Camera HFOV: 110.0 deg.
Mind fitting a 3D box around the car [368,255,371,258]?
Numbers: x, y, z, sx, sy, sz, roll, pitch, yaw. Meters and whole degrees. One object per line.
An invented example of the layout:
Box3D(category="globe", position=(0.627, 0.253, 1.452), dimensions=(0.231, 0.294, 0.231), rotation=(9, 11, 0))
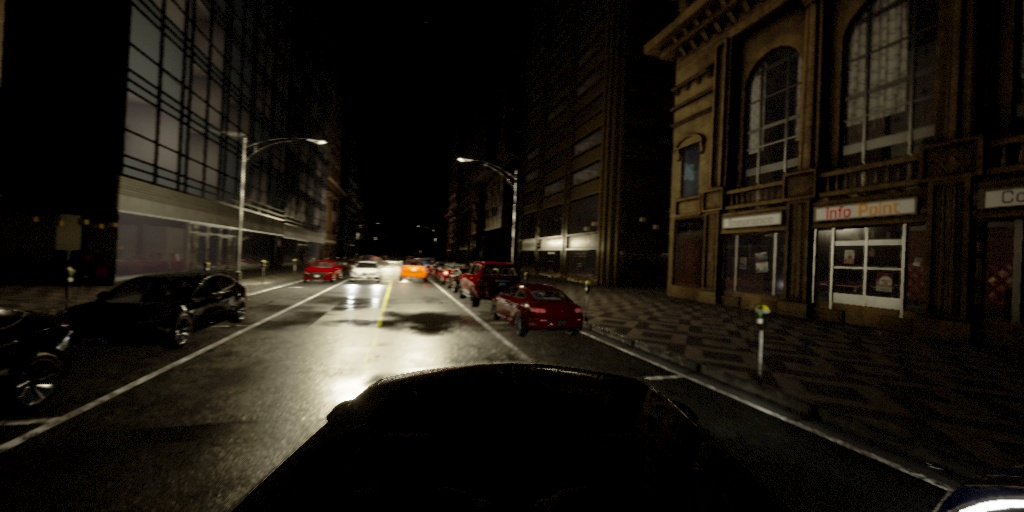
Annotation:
Box3D(category="car", position=(-19.316, 0.904, 45.412), dimensions=(1.888, 1.381, 4.507), rotation=(0, 0, -17))

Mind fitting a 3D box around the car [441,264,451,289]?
Box3D(category="car", position=(-2.797, 1.391, 21.256), dimensions=(1.948, 1.339, 4.313), rotation=(0, 0, -17))

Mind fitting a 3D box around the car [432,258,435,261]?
Box3D(category="car", position=(-7.835, 1.211, 37.288), dimensions=(1.967, 1.591, 4.097), rotation=(0, 0, -17))

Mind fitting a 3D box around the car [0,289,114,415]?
Box3D(category="car", position=(-5.881, 1.070, 2.657), dimensions=(1.948, 1.339, 4.313), rotation=(0, 0, -17))

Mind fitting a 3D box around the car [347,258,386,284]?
Box3D(category="car", position=(-10.068, 1.075, 25.034), dimensions=(1.812, 1.442, 4.674), rotation=(3, -1, -17))

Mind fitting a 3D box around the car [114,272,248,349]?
Box3D(category="car", position=(-7.560, 1.051, 8.001), dimensions=(1.948, 1.339, 4.313), rotation=(0, 0, -17))

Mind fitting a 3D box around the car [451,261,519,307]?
Box3D(category="car", position=(-1.118, 1.158, 15.911), dimensions=(2.192, 1.841, 5.009), rotation=(0, 0, -17))

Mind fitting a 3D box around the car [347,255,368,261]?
Box3D(category="car", position=(-17.637, 0.817, 40.068), dimensions=(1.967, 1.591, 4.097), rotation=(0, 0, -17))

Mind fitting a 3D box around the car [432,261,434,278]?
Box3D(category="car", position=(-6.156, 1.355, 31.944), dimensions=(1.948, 1.339, 4.313), rotation=(0, 0, -17))

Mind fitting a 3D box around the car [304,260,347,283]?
Box3D(category="car", position=(-12.598, 0.976, 24.035), dimensions=(1.888, 1.381, 4.507), rotation=(0, 0, -17))

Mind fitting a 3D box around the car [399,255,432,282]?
Box3D(category="car", position=(-7.910, 1.031, 28.730), dimensions=(2.097, 1.767, 4.553), rotation=(3, -1, -17))

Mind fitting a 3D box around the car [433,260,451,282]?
Box3D(category="car", position=(-4.477, 1.247, 26.600), dimensions=(1.967, 1.591, 4.097), rotation=(0, 0, -17))

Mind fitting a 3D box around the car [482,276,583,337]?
Box3D(category="car", position=(0.561, 1.444, 10.568), dimensions=(1.802, 1.307, 4.207), rotation=(0, 0, -17))

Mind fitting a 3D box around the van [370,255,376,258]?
Box3D(category="van", position=(-22.675, 0.665, 56.102), dimensions=(1.690, 1.789, 3.998), rotation=(0, 0, -17))
